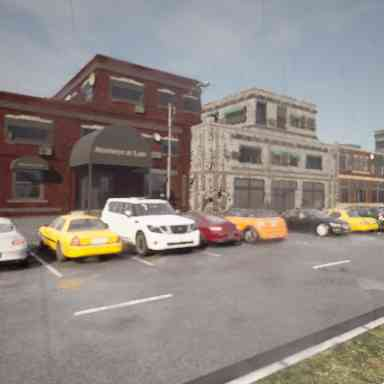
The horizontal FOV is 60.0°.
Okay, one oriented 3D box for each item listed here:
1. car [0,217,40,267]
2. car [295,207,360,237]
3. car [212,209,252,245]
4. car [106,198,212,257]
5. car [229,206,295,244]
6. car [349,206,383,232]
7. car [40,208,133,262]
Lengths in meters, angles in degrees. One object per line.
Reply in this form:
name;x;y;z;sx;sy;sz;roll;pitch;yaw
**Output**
car;-6.508;1.517;10.662;2.002;1.452;4.674;1;0;-35
car;7.169;1.760;20.389;2.231;1.521;4.892;2;-1;-35
car;0.279;1.629;15.485;2.002;1.452;4.674;1;-1;-35
car;-1.963;1.293;13.859;2.435;2.045;5.566;1;-1;-35
car;2.563;1.516;17.071;2.185;1.767;4.553;1;-1;-35
car;9.331;1.815;22.144;1.946;1.575;5.366;2;-1;-35
car;-4.355;1.505;12.422;1.946;1.575;5.366;1;-1;-35
